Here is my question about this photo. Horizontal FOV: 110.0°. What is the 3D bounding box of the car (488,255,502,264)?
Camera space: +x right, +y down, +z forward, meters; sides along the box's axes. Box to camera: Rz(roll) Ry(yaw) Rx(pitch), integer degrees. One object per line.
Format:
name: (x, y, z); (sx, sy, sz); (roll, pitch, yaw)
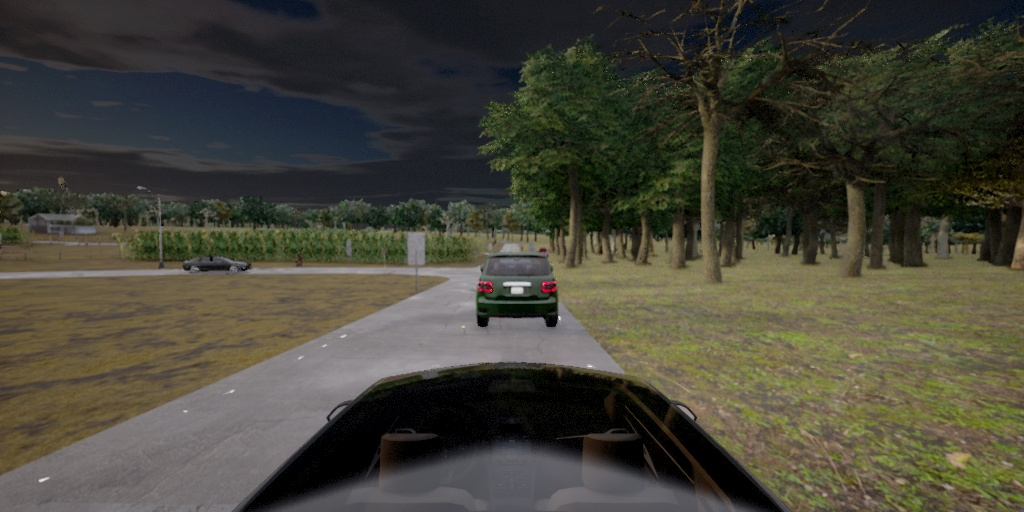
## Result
car: (-2.519, 0.479, 55.426); (1.895, 1.301, 4.718); (0, 2, 1)

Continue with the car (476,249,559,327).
car: (0.151, 0.879, 11.212); (2.150, 2.045, 5.566); (0, 1, 1)

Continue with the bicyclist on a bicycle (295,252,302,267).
bicyclist on a bicycle: (-23.233, 0.437, 39.108); (0.582, 1.620, 1.656); (0, 1, -11)

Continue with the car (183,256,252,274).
car: (-26.230, 0.759, 32.066); (4.892, 1.490, 1.837); (0, 3, -16)
